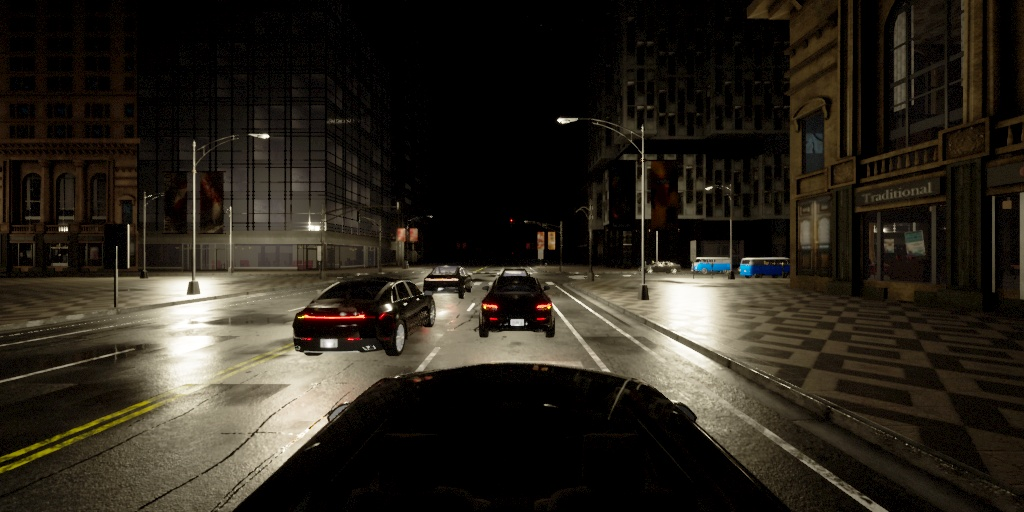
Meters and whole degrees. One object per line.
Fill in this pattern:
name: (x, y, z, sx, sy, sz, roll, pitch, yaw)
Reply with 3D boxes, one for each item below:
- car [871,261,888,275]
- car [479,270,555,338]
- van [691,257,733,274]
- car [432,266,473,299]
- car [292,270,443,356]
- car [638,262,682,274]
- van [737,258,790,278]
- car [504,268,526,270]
car: (32.774, 1.252, 30.186, 4.207, 1.307, 1.802, 0, 0, 0)
car: (0.121, 1.276, 10.075, 1.812, 1.442, 4.674, 0, 0, 0)
van: (21.596, 1.042, 38.790, 3.998, 1.789, 1.690, 0, 0, 0)
car: (-3.108, 1.241, 17.994, 2.128, 1.511, 4.902, 0, 0, 0)
car: (-3.134, 1.255, 8.580, 1.837, 1.490, 4.892, 0, 0, 0)
car: (15.977, 1.263, 38.829, 4.403, 1.370, 2.007, 0, 0, 0)
van: (21.537, 1.032, 30.265, 3.998, 1.789, 1.690, 0, 0, 0)
car: (0.146, 1.314, 18.464, 1.994, 1.385, 4.181, 0, 0, 0)
